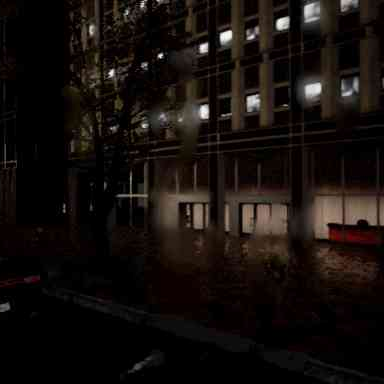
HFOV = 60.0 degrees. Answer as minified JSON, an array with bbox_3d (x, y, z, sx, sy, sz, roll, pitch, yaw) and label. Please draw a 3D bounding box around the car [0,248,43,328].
[{"bbox_3d":[-4.564,1.542,6.085,4.507,1.381,1.887,0,0,35],"label":"car"}]
